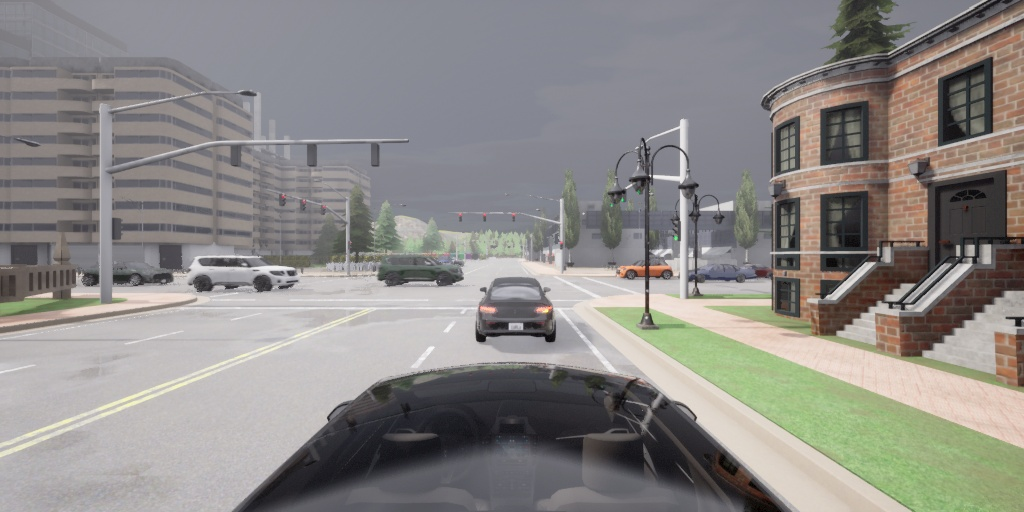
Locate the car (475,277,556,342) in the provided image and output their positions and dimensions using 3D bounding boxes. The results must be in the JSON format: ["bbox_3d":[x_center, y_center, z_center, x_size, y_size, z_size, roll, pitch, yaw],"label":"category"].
[{"bbox_3d":[0.088,1.276,9.617,1.812,1.442,4.674,0,0,0],"label":"car"}]

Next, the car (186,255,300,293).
[{"bbox_3d":[-15.307,0.973,20.552,5.566,2.045,2.150,0,0,0],"label":"car"}]

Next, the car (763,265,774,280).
[{"bbox_3d":[20.383,1.351,31.031,4.718,1.301,1.895,0,0,-2],"label":"car"}]

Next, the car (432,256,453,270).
[{"bbox_3d":[-10.569,0.969,55.270,2.150,2.045,5.566,0,0,0],"label":"car"}]

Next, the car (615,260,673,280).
[{"bbox_3d":[11.326,1.102,30.897,4.553,1.767,2.097,0,0,-1],"label":"car"}]

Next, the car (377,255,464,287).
[{"bbox_3d":[-6.052,0.970,23.816,5.566,2.045,2.150,0,0,2],"label":"car"}]

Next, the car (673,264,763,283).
[{"bbox_3d":[15.629,1.297,27.404,5.357,1.411,2.033,0,0,-1],"label":"car"}]

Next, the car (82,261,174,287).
[{"bbox_3d":[-25.638,1.102,24.080,4.553,1.767,2.097,0,0,0],"label":"car"}]
